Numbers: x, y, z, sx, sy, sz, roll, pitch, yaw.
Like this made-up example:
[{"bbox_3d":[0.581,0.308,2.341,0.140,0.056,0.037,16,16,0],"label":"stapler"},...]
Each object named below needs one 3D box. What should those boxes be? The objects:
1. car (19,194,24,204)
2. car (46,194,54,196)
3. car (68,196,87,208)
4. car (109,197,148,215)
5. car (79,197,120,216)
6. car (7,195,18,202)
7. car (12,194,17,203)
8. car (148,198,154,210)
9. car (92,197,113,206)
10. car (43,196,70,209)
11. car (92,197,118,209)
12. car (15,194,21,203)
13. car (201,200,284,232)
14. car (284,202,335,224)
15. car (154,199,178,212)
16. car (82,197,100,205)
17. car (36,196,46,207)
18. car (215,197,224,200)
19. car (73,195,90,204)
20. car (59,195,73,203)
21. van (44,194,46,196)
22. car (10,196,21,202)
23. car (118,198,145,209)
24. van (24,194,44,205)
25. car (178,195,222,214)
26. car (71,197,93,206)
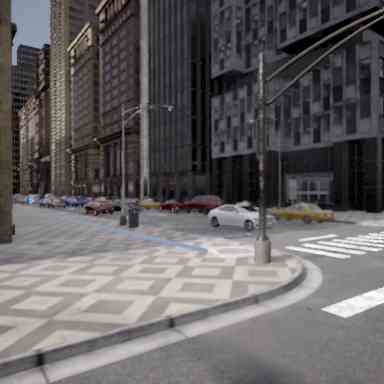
[{"bbox_3d":[-31.489,1.603,63.989,1.752,1.417,4.829,-1,0,-35],"label":"car"},{"bbox_3d":[-34.399,1.608,82.928,1.752,1.417,4.829,-1,0,-35],"label":"car"},{"bbox_3d":[-17.174,1.521,48.461,1.882,1.535,5.008,0,0,-35],"label":"car"},{"bbox_3d":[-6.718,1.443,33.446,2.128,1.511,4.902,0,0,-35],"label":"car"},{"bbox_3d":[-9.010,1.512,32.065,1.887,1.381,4.507,-1,0,-35],"label":"car"},{"bbox_3d":[-44.489,1.586,82.449,1.967,1.590,4.097,-1,0,-35],"label":"car"},{"bbox_3d":[-38.040,1.426,73.288,2.192,1.841,5.009,-1,0,-35],"label":"car"},{"bbox_3d":[-5.373,1.462,41.707,1.752,1.417,4.829,-1,0,-35],"label":"car"},{"bbox_3d":[-14.950,1.548,55.308,1.947,1.339,4.313,-1,0,-35],"label":"car"},{"bbox_3d":[-18.685,1.595,45.806,1.802,1.307,4.206,-1,0,-35],"label":"car"},{"bbox_3d":[-12.286,1.451,46.818,1.882,1.535,5.008,0,0,-34],"label":"car"},{"bbox_3d":[-34.812,1.676,68.708,1.802,1.307,4.206,-1,0,-35],"label":"car"},{"bbox_3d":[2.852,1.434,19.810,1.812,1.442,4.674,0,0,-37],"label":"car"},{"bbox_3d":[7.528,1.402,23.386,1.752,1.417,4.829,-1,0,-35],"label":"car"},{"bbox_3d":[-2.050,1.465,36.987,1.887,1.381,4.507,-1,0,-35],"label":"car"},{"bbox_3d":[-18.175,1.581,59.888,1.802,1.307,4.206,-1,0,-35],"label":"car"},{"bbox_3d":[-21.910,1.611,50.386,1.802,1.307,4.206,-1,0,-35],"label":"car"},{"bbox_3d":[4.303,1.417,27.966,1.752,1.417,4.829,-1,0,-35],"label":"car"},{"bbox_3d":[-21.401,1.455,64.468,1.967,1.590,4.097,-1,0,-35],"label":"car"},{"bbox_3d":[-27.851,1.488,73.628,1.967,1.590,4.097,-1,0,-35],"label":"car"},{"bbox_3d":[-37.528,1.441,87.369,1.690,1.788,3.998,-1,0,-35],"label":"van"},{"bbox_3d":[-41.263,1.710,77.869,1.802,1.307,4.206,-1,0,-35],"label":"car"},{"bbox_3d":[-8.500,1.502,46.148,2.008,1.369,4.403,-1,0,-35],"label":"car"},{"bbox_3d":[-28.363,1.402,59.547,1.690,1.788,3.998,-1,0,-35],"label":"van"},{"bbox_3d":[1.174,1.221,32.406,2.192,1.841,5.009,-1,0,-35],"label":"car"},{"bbox_3d":[-18.318,1.550,55.297,2.033,1.411,5.357,0,0,-35],"label":"car"}]
